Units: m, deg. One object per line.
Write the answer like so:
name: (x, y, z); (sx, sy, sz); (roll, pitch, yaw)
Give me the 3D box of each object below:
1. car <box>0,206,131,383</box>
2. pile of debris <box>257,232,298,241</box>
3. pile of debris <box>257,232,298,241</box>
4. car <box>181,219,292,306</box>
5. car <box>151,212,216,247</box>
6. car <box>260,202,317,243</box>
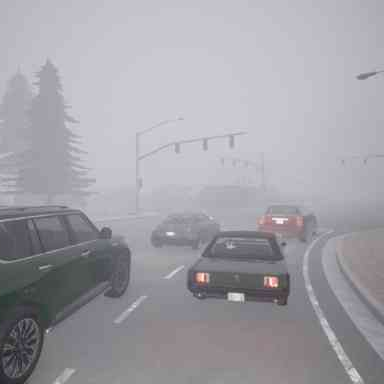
car: (-2.788, 1.222, 5.513); (2.150, 2.045, 5.566); (0, 0, 8)
pile of debris: (4.192, 2.147, 16.147); (1.500, 0.140, 1.860); (0, 0, 29)
pile of debris: (4.192, 2.147, 16.147); (1.500, 0.140, 1.860); (0, 0, 29)
car: (1.331, 1.589, 8.113); (1.895, 1.301, 4.718); (0, 0, 14)
car: (-0.119, 1.547, 14.472); (1.994, 1.385, 4.181); (0, 0, 20)
car: (4.812, 1.322, 16.388); (2.097, 1.767, 4.553); (0, 0, 27)
